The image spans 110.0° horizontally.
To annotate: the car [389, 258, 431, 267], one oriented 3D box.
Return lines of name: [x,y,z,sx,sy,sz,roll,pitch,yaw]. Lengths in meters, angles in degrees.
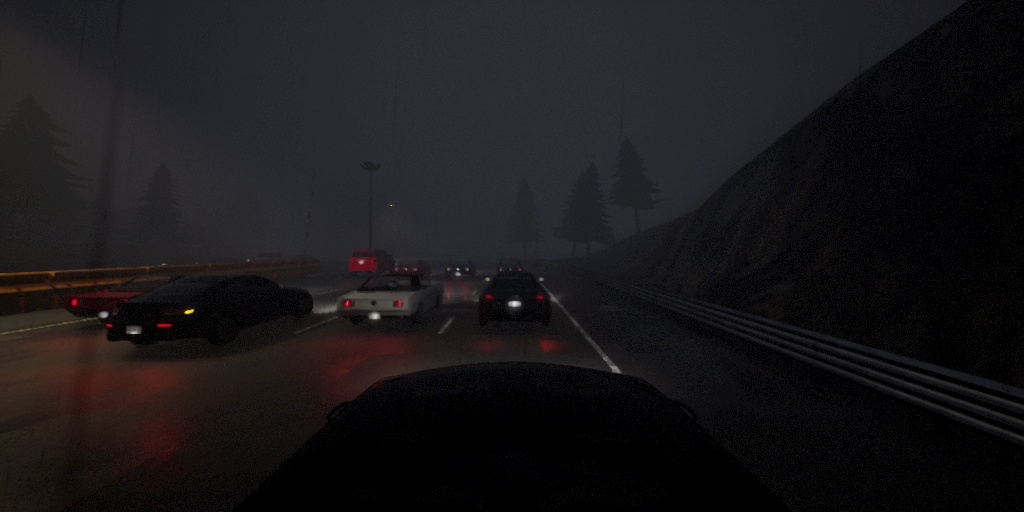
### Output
car: [-7.212,0.892,26.380,1.895,1.301,4.718,0,1,-2]

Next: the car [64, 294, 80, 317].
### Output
car: [-10.417,1.171,11.375,1.895,1.301,4.718,0,1,0]

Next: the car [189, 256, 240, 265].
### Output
car: [-29.247,0.713,35.943,1.895,1.301,4.718,0,1,-7]

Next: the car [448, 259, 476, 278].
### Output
car: [-3.711,0.892,26.368,1.895,1.301,4.718,0,1,-2]

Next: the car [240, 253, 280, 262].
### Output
car: [-25.996,0.427,37.923,2.097,1.767,4.553,0,1,-8]

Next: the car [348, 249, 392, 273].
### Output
car: [-10.789,0.484,27.997,2.150,2.045,5.566,0,1,-3]

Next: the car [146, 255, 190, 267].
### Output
car: [-32.645,0.639,34.733,1.837,1.490,4.892,0,1,-7]

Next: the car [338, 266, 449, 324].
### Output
car: [-3.417,1.175,11.178,1.895,1.301,4.718,0,1,0]

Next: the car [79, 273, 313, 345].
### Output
car: [-6.930,1.142,8.887,1.812,1.442,4.674,0,1,0]

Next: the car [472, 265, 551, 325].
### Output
car: [0.079,1.140,11.052,1.994,1.385,4.181,0,1,0]

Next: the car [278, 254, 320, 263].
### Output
car: [-22.538,0.609,38.676,2.033,1.411,5.357,0,1,-8]

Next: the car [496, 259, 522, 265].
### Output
car: [-0.212,0.892,26.379,1.895,1.301,4.718,0,1,-2]
